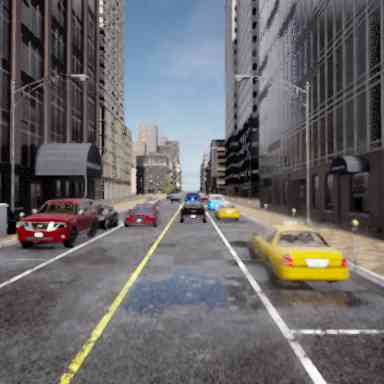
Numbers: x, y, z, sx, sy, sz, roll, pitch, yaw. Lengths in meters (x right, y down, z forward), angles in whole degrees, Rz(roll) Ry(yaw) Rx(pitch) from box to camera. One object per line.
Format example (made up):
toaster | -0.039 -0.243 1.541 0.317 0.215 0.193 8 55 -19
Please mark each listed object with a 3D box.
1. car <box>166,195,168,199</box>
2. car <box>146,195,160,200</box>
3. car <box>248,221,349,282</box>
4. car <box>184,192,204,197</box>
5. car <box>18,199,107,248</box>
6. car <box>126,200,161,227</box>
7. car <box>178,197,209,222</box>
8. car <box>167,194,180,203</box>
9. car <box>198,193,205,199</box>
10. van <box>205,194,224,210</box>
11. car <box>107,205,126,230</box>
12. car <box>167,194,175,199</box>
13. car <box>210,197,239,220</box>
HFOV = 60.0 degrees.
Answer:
car | -5.714 1.188 86.361 1.947 1.339 4.313 1 0 0
car | -5.662 1.226 48.224 1.967 1.590 4.097 1 0 0
car | 2.700 1.483 9.484 1.752 1.417 4.829 1 0 0
car | 0.083 1.020 45.164 2.150 2.045 5.566 0 0 0
car | -5.646 1.248 14.772 2.192 1.841 5.009 1 0 0
car | -3.106 1.467 21.495 1.994 1.385 4.181 0 0 0
car | 0.089 1.394 25.264 1.837 1.490 4.892 0 1 0
car | -3.045 1.327 62.686 1.895 1.301 4.718 0 0 0
car | 2.665 1.125 92.029 1.752 1.417 4.829 1 0 0
van | 2.692 1.177 37.200 1.690 1.788 3.998 1 0 0
car | -5.653 1.474 20.348 1.947 1.339 4.313 1 0 0
car | -5.716 1.144 91.806 1.887 1.381 4.507 1 0 0
car | 2.693 1.409 26.216 1.752 1.417 4.829 1 0 0
